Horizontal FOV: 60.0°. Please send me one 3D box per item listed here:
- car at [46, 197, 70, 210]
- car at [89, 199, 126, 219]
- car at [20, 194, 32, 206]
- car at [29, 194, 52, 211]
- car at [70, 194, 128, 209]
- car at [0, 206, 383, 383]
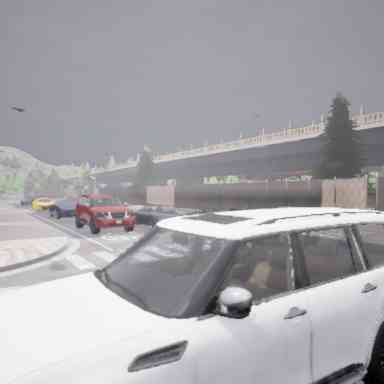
[{"bbox_3d":[-10.592,1.421,27.898,1.882,1.535,5.008,0,0,-32],"label":"car"},{"bbox_3d":[-7.643,1.450,29.782,1.837,1.490,4.892,0,0,-32],"label":"car"},{"bbox_3d":[-25.776,1.302,52.415,2.097,1.767,4.553,0,0,-32],"label":"car"},{"bbox_3d":[-17.127,1.420,38.380,1.882,1.535,5.008,0,1,-32],"label":"car"},{"bbox_3d":[-5.160,1.167,19.178,2.150,2.045,5.566,0,0,-32],"label":"car"},{"bbox_3d":[0.434,1.255,3.800,5.566,2.045,2.150,0,0,-32],"label":"car"}]
